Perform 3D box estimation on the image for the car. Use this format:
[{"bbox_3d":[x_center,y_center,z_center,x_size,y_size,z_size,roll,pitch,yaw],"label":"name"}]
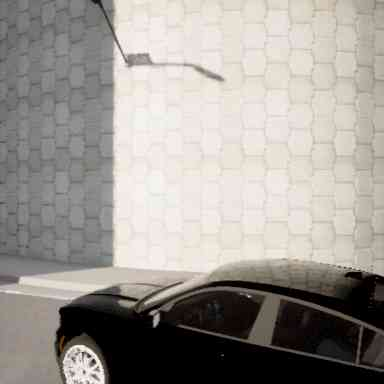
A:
[{"bbox_3d":[0.724,1.457,3.376,5.008,1.535,1.882,1,0,32],"label":"car"}]
